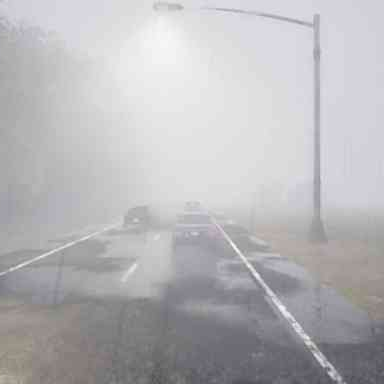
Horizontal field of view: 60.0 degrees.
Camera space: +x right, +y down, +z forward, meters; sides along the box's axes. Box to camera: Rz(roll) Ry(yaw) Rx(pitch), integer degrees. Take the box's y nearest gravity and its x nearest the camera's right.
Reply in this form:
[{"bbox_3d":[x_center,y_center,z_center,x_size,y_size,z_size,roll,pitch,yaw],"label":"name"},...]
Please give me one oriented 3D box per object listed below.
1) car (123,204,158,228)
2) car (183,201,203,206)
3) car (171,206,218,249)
[{"bbox_3d":[-3.399,1.542,22.461,1.812,1.442,4.674,0,0,0],"label":"car"},{"bbox_3d":[0.098,1.569,32.415,2.033,1.411,5.357,0,0,0],"label":"car"},{"bbox_3d":[0.097,1.558,14.497,2.033,1.411,5.357,0,0,0],"label":"car"}]
